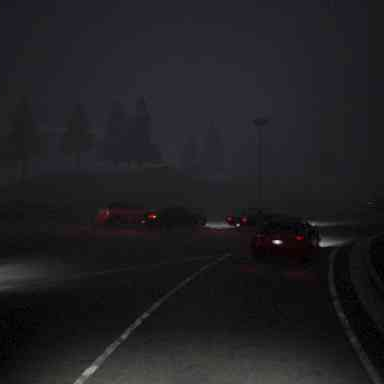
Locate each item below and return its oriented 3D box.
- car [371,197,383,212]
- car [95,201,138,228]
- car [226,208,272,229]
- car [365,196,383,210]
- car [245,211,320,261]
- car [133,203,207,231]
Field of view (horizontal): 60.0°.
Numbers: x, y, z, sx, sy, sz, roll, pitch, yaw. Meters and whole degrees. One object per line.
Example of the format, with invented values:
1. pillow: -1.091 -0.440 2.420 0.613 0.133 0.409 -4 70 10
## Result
1. car: 25.356 1.762 42.426 4.902 1.511 2.128 0 0 -38
2. car: -4.363 1.446 23.463 4.553 1.767 2.097 0 0 -38
3. car: 4.511 1.714 21.542 4.718 1.301 1.895 0 0 -38
4. car: 26.805 1.791 48.025 4.902 1.511 2.128 1 0 -38
5. car: 3.690 1.634 12.762 1.994 1.385 4.181 0 0 26
6. car: -1.154 1.622 21.533 4.674 1.442 1.812 1 0 -38
